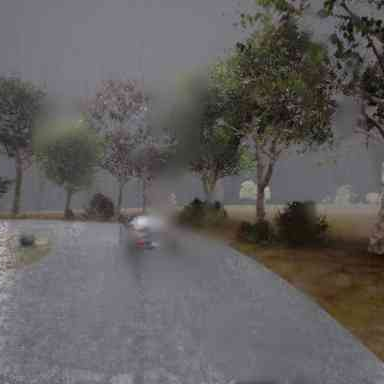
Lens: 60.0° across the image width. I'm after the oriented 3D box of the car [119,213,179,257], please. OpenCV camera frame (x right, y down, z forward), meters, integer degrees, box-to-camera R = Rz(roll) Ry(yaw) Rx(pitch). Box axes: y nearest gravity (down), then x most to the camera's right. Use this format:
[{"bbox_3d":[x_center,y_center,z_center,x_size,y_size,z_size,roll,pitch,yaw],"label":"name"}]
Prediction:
[{"bbox_3d":[-1.803,1.563,13.216,1.812,1.442,4.674,1,0,-17],"label":"car"}]
